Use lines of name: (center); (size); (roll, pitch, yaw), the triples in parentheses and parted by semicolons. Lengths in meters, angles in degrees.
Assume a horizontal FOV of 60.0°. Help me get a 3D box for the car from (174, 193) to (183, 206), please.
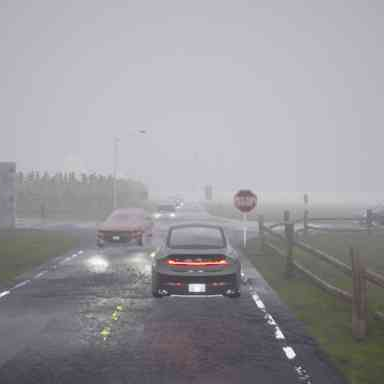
car: (-2.927, 1.360, 51.509); (2.097, 1.767, 4.553); (0, 0, 0)

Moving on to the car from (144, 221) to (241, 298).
car: (0.087, 1.506, 8.505); (1.837, 1.490, 4.892); (0, 0, 0)

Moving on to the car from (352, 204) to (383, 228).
car: (14.277, 1.650, 24.366); (4.553, 1.767, 2.097); (1, -1, 0)

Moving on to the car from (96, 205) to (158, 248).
car: (-2.869, 1.482, 15.115); (1.882, 1.535, 5.008); (0, 0, 0)

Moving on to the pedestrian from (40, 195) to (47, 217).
pedestrian: (-12.218, 1.141, 27.267); (0.375, 1.860, 0.375); (0, -2, 0)

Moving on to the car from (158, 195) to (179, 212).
car: (-2.917, 1.485, 38.768); (1.882, 1.535, 5.008); (0, 0, 0)
